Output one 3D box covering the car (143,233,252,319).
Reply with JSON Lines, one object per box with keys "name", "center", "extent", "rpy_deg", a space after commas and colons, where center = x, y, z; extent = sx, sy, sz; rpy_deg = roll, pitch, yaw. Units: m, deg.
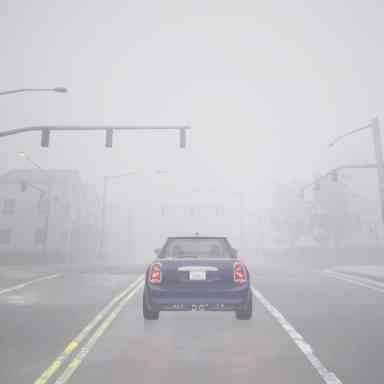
{"name": "car", "center": [0.107, 1.810, 8.261], "extent": [2.097, 1.767, 4.553], "rpy_deg": [0, -7, 0]}
